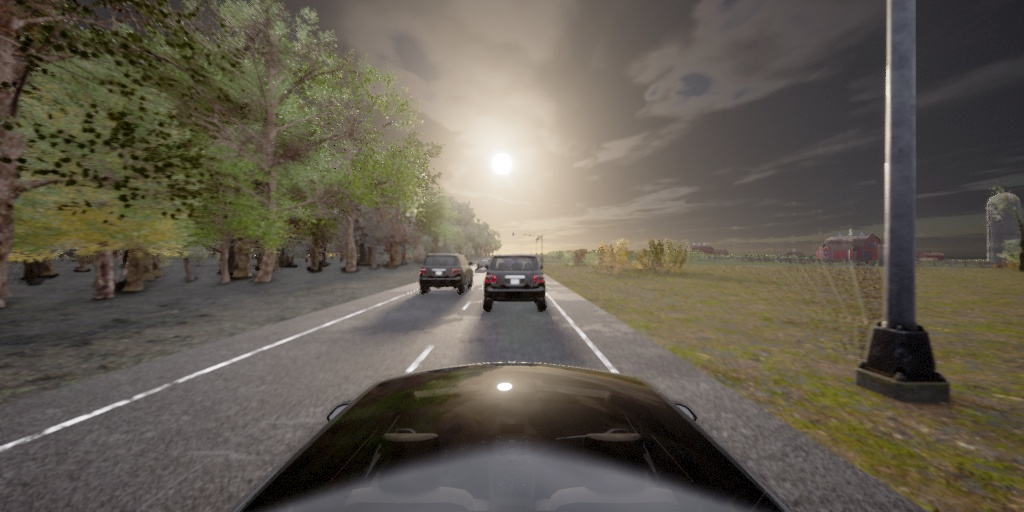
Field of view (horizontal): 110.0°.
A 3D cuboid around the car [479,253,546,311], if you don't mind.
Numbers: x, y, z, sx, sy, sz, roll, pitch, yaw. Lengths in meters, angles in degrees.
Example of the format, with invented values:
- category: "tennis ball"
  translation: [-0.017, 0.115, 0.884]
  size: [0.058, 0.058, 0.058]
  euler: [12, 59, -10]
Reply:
- category: "car"
  translation: [0.094, 0.903, 14.214]
  size: [2.150, 2.045, 5.566]
  euler: [0, 0, 0]

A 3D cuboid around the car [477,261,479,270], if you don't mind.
- category: "car"
  translation: [-3.419, 0.990, 45.826]
  size: [2.128, 1.511, 4.902]
  euler: [0, 0, 0]

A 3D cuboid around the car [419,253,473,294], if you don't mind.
- category: "car"
  translation: [-3.408, 0.875, 19.383]
  size: [2.150, 2.045, 5.566]
  euler: [0, 0, 0]
